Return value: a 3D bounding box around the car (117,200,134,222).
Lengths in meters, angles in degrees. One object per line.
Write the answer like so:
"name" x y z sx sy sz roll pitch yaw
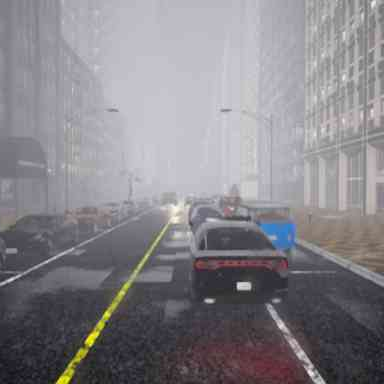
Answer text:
"car" -5.772 1.398 24.115 2.008 1.369 4.403 -1 0 0

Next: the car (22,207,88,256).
"car" -5.736 1.484 12.748 1.947 1.339 4.313 -1 0 0

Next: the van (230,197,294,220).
"van" 2.642 1.260 12.773 1.690 1.788 3.998 -1 0 0

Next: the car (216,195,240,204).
"car" 2.607 1.162 24.139 2.192 1.841 5.009 -1 0 0

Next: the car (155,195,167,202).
"car" -5.893 1.176 63.900 1.802 1.307 4.206 -1 0 0

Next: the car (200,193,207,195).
"car" 2.523 1.217 52.558 2.008 1.369 4.403 -1 0 0

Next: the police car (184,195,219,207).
"police car" 0.693 1.270 24.247 1.930 1.638 5.238 0 0 1

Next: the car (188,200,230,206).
"car" 0.845 1.411 18.115 1.812 1.442 4.674 0 0 0

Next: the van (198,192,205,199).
"van" 2.416 0.790 86.658 1.690 1.788 3.998 -1 0 0

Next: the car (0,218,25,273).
"car" -5.719 1.505 7.065 2.008 1.369 4.403 -1 0 0

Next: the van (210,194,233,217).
"van" 2.590 1.152 29.823 1.690 1.788 3.998 -1 0 0

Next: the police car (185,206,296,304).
"police car" 0.875 1.372 8.224 1.930 1.638 5.238 0 0 0

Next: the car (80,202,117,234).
"car" -5.754 1.427 18.432 1.887 1.381 4.507 -1 0 0

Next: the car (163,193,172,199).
"car" -5.944 1.012 80.780 1.752 1.417 4.829 -1 0 0

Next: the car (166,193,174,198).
"car" -5.980 0.977 92.318 1.947 1.339 4.313 -1 0 0

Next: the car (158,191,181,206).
"car" -3.176 0.923 47.342 2.150 2.045 5.566 0 0 0

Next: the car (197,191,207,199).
"car" 2.433 0.800 80.975 2.192 1.841 5.009 -1 0 0

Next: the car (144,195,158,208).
"car" -5.824 1.290 41.166 2.008 1.369 4.403 -1 0 0

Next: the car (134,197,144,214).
"car" -5.788 1.393 29.799 1.802 1.307 4.206 -1 0 0

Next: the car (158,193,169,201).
"car" -5.911 0.998 69.582 1.967 1.590 4.097 -1 0 0

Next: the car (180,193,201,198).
"car" -0.126 1.261 45.238 2.033 1.411 5.357 0 0 0

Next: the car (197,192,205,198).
"car" 2.400 0.852 92.342 1.967 1.590 4.097 -1 0 0

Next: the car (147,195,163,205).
"car" -5.858 1.217 52.532 2.008 1.369 4.403 -1 0 0
